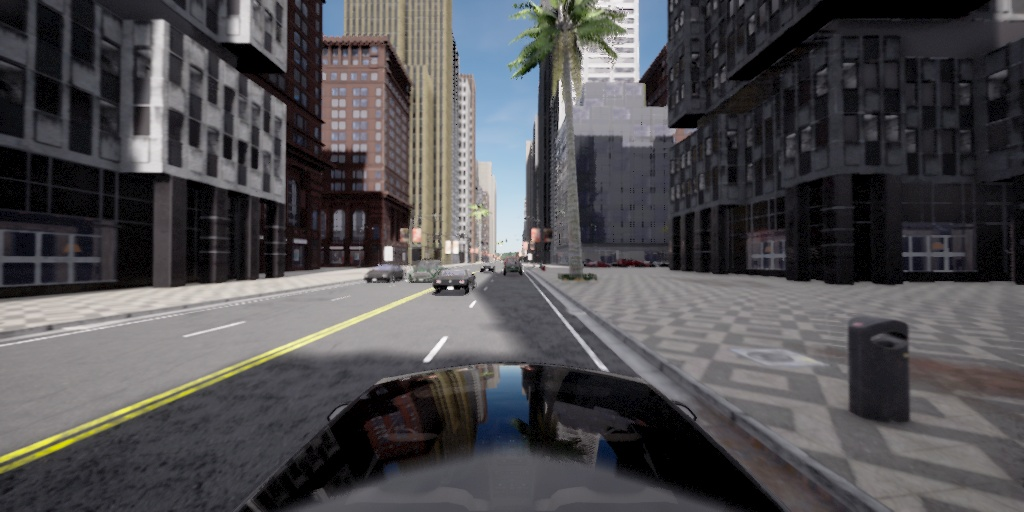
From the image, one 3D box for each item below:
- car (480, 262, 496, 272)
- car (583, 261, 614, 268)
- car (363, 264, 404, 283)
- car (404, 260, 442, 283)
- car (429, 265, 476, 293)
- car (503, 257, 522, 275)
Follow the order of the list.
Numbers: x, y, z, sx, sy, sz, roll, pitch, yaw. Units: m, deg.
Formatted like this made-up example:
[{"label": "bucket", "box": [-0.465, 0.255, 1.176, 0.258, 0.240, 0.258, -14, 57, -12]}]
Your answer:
[{"label": "car", "box": [-3.167, 1.490, 47.729, 1.895, 1.301, 4.718, 0, 0, 0]}, {"label": "car", "box": [15.295, 1.508, 63.454, 4.207, 1.307, 1.802, 0, 0, -1]}, {"label": "car", "box": [-9.858, 1.335, 28.383, 2.033, 1.411, 5.357, 0, 0, 0]}, {"label": "car", "box": [-6.604, 1.138, 28.266, 2.097, 1.767, 4.553, 0, 0, 0]}, {"label": "car", "box": [-3.157, 1.369, 20.638, 1.895, 1.301, 4.718, 0, 0, 0]}, {"label": "car", "box": [0.083, 1.196, 40.439, 2.097, 1.767, 4.553, 0, 0, 0]}]
